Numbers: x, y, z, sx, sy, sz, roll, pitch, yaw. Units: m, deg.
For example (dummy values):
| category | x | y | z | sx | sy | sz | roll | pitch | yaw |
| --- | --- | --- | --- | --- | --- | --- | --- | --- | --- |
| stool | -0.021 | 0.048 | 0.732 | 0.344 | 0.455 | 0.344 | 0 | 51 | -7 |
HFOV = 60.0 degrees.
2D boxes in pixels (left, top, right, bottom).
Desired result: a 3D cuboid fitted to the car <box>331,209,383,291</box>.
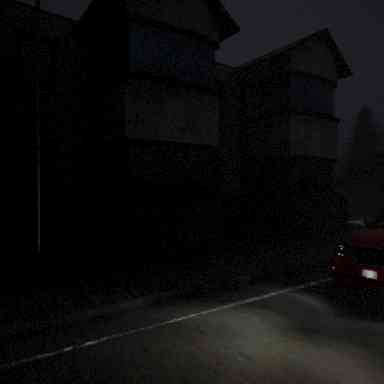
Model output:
| category | x | y | z | sx | sy | sz | roll | pitch | yaw |
| --- | --- | --- | --- | --- | --- | --- | --- | --- | --- |
| car | 5.727 | 1.221 | 7.913 | 5.566 | 2.045 | 2.150 | 0 | 0 | -33 |

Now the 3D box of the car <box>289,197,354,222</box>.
| category | x | y | z | sx | sy | sz | roll | pitch | yaw |
| --- | --- | --- | --- | --- | --- | --- | --- | --- | --- |
| car | 10.482 | 1.352 | 27.227 | 2.097 | 1.767 | 4.553 | 0 | 0 | -35 |
